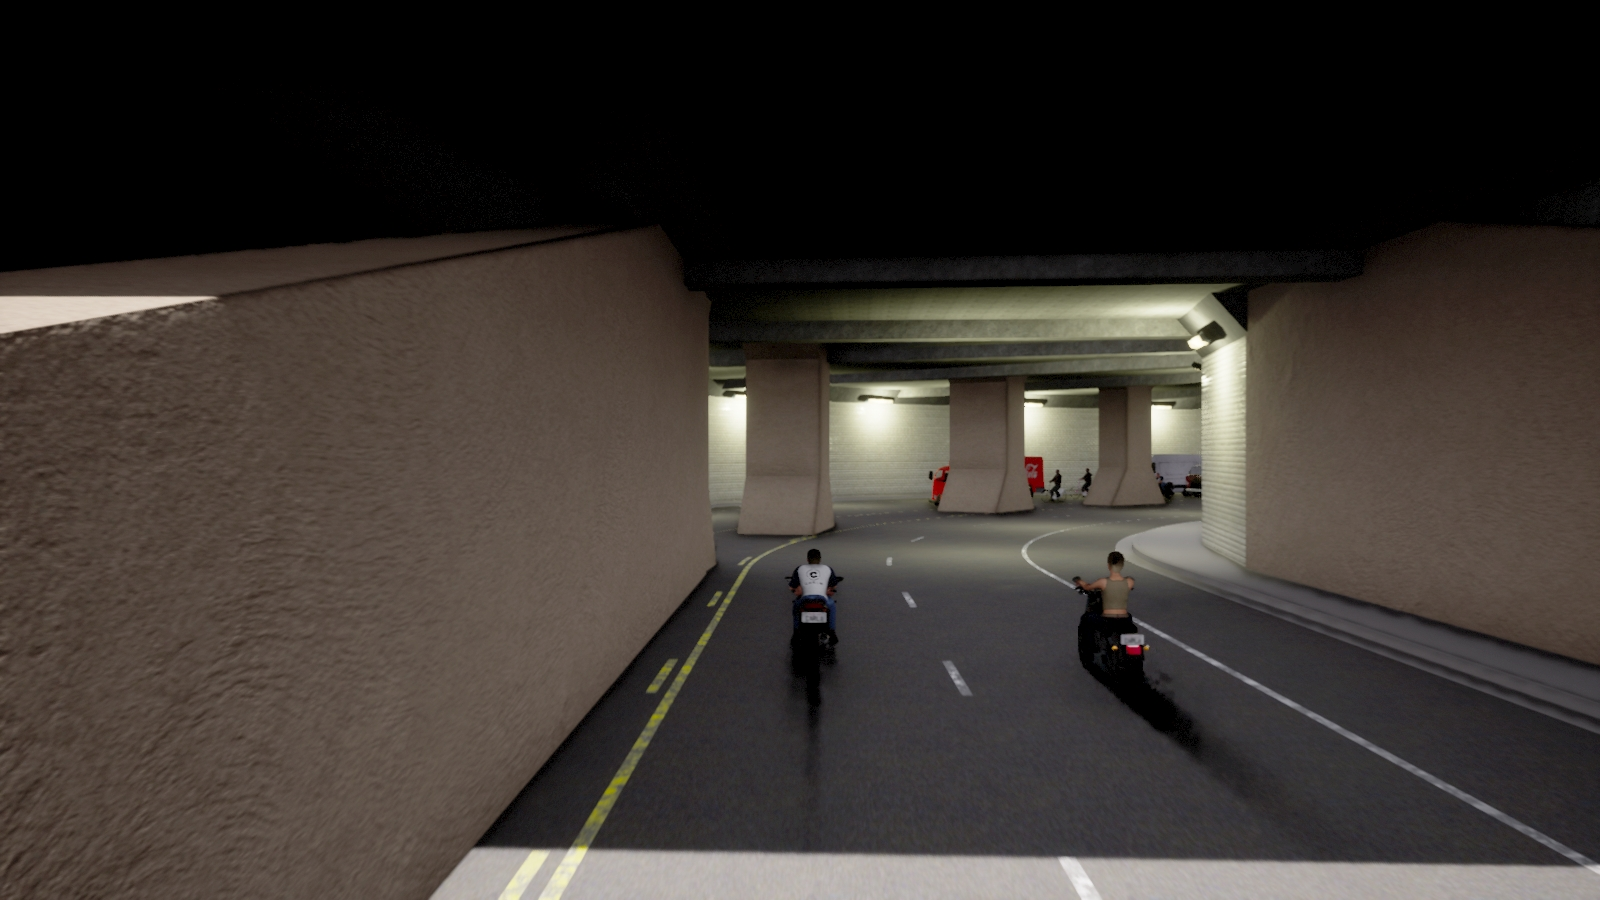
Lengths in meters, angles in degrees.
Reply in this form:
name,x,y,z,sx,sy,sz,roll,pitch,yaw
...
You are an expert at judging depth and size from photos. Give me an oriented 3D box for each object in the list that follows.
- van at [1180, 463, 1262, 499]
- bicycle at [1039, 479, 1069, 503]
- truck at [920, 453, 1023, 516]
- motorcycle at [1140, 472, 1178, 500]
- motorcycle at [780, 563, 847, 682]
name,x,y,z,sx,sy,sz,roll,pitch,yaw
van,24.638,1.776,66.805,4.480,2.038,2.069,0,0,-29
bicycle,13.430,2.164,60.412,1.835,1.251,0.329,0,0,-32
truck,8.656,1.662,57.488,2.627,2.467,5.204,8,9,40
motorcycle,20.140,2.027,64.097,2.033,1.505,0.803,0,0,-24
motorcycle,0.181,2.172,14.707,0.803,1.224,2.033,0,0,1
